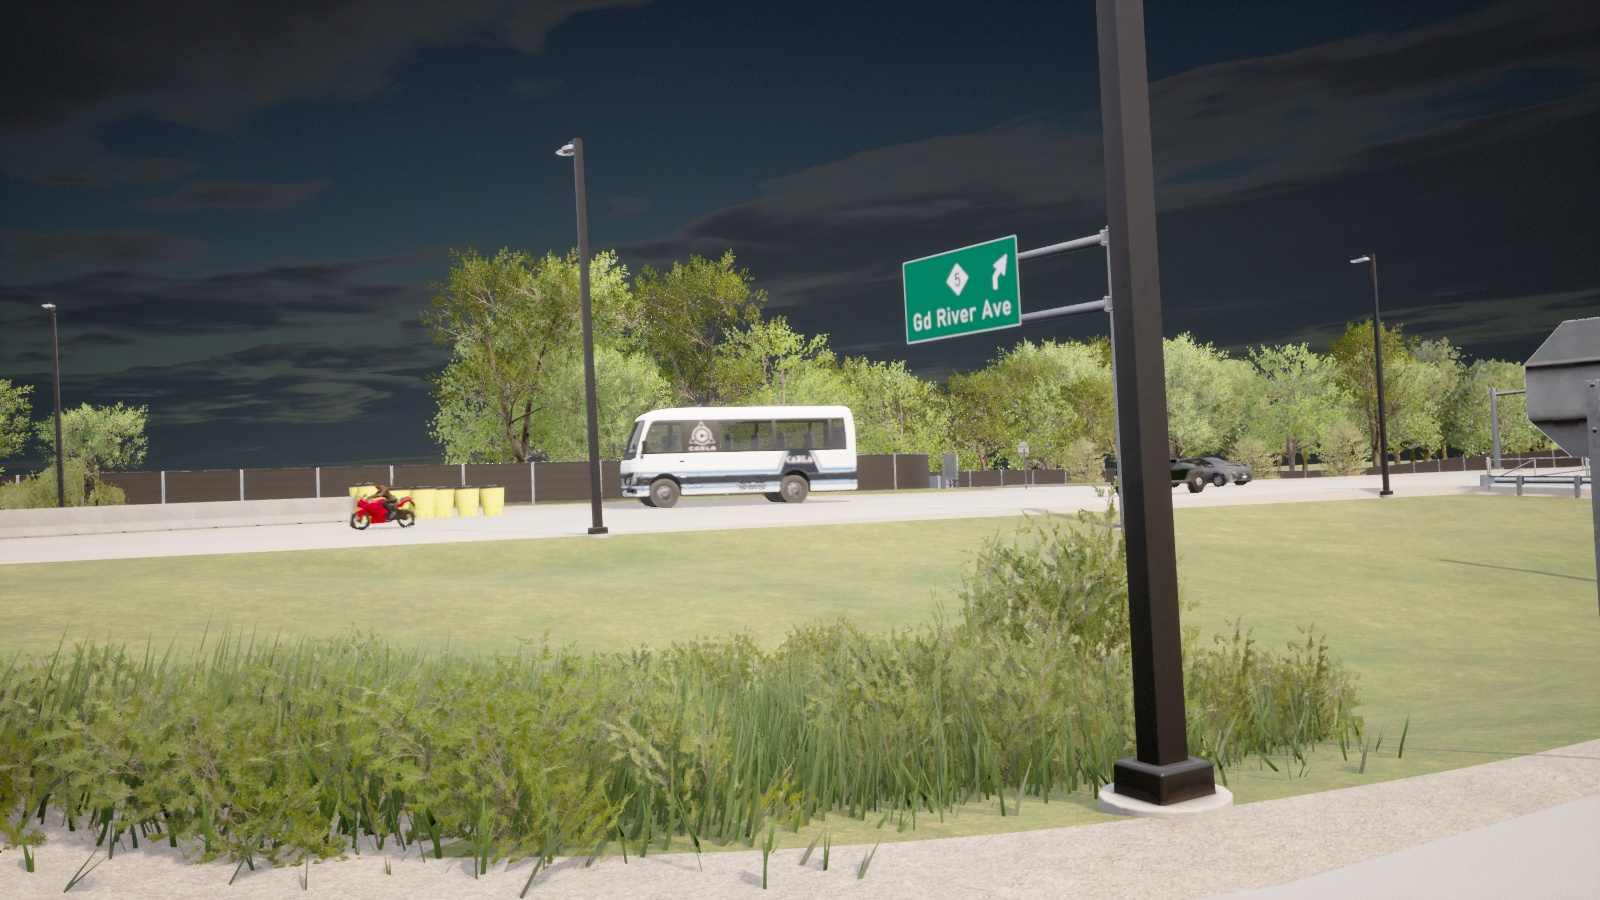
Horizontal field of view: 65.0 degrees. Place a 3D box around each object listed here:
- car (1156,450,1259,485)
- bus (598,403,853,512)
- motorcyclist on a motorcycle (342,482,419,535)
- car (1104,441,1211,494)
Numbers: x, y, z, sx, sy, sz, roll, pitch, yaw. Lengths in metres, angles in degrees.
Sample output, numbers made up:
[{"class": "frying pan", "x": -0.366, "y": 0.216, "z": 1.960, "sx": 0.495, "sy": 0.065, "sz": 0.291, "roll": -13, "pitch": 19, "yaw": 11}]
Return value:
[{"class": "car", "x": 20.346, "y": 0.893, "z": 62.867, "sx": 2.007, "sy": 1.525, "sz": 4.514, "roll": -2, "pitch": -2, "yaw": -35}, {"class": "bus", "x": -3.284, "y": 0.315, "z": 54.459, "sx": 10.273, "sy": 4.253, "sz": 3.944, "roll": -2, "pitch": -1, "yaw": -17}, {"class": "motorcyclist on a motorcycle", "x": -12.919, "y": 1.796, "z": 38.713, "sx": 2.044, "sy": 1.523, "sz": 0.797, "roll": -2, "pitch": -2, "yaw": -35}, {"class": "car", "x": 13.903, "y": 0.681, "z": 48.779, "sx": 3.866, "sy": 1.878, "sz": 1.905, "roll": -2, "pitch": -2, "yaw": -35}]
